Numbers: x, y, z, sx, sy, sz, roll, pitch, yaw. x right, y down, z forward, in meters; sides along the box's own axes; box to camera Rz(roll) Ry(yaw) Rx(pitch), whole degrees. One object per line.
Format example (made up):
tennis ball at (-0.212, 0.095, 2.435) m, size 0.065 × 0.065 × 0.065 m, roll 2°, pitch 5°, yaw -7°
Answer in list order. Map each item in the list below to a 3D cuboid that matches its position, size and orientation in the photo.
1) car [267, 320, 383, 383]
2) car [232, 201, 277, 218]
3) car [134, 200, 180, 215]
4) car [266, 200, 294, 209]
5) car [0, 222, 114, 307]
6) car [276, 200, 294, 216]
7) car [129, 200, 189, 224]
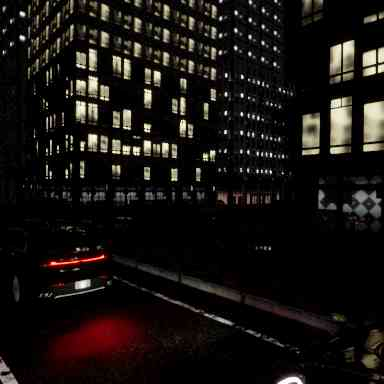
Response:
car at (2.420, 1.352, 1.331) m, size 2.097 × 1.767 × 4.553 m, roll 0°, pitch 0°, yaw -41°
car at (6.180, 1.833, 33.915) m, size 4.829 × 1.417 × 1.752 m, roll 1°, pitch 0°, yaw -40°
car at (-3.800, 1.648, 36.449) m, size 4.829 × 1.417 × 1.752 m, roll 1°, pitch 0°, yaw -40°
car at (13.547, 1.882, 51.124) m, size 4.313 × 1.339 × 1.947 m, roll 1°, pitch 0°, yaw -40°
car at (-3.662, 1.501, 8.124) m, size 1.837 × 1.490 × 4.892 m, roll 0°, pitch 0°, yaw -41°
car at (10.356, 1.936, 37.449) m, size 4.206 × 1.307 × 1.802 m, roll 1°, pitch 0°, yaw -40°
car at (-2.559, 1.524, 26.520) m, size 5.009 × 1.841 × 2.192 m, roll 1°, pitch 0°, yaw -40°
